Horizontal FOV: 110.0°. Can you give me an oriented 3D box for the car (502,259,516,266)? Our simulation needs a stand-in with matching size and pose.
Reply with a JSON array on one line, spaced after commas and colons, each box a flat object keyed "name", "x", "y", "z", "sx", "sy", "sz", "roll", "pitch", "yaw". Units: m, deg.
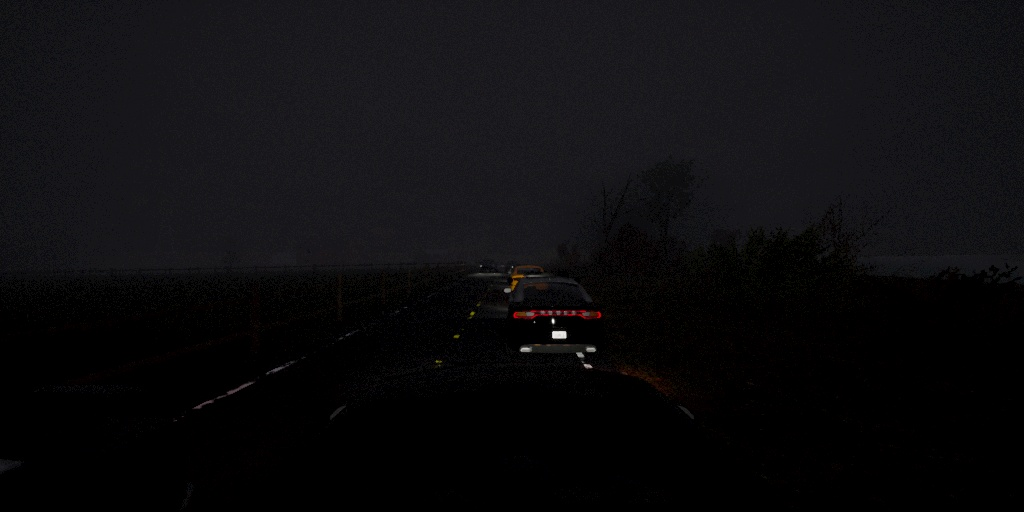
[{"name": "car", "x": 0.063, "y": 1.335, "z": 46.642, "sx": 1.994, "sy": 1.385, "sz": 4.181, "roll": 0, "pitch": 0, "yaw": 0}]

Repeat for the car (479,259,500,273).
[{"name": "car", "x": -2.832, "y": 1.119, "z": 43.312, "sx": 2.097, "sy": 1.767, "sz": 4.553, "roll": 0, "pitch": 0, "yaw": 0}]

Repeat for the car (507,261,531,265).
[{"name": "car", "x": 0.832, "y": 1.228, "z": 18.744, "sx": 1.882, "sy": 1.535, "sz": 5.008, "roll": 0, "pitch": 0, "yaw": 0}]

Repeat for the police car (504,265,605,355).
[{"name": "police car", "x": 0.828, "y": 1.174, "z": 8.853, "sx": 1.930, "sy": 1.638, "sz": 5.238, "roll": 0, "pitch": 0, "yaw": 0}]
